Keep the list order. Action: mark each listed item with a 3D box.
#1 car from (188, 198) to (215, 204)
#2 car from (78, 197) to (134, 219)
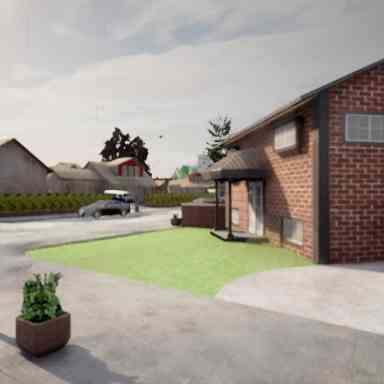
[{"bbox_3d":[1.245,1.437,40.587,1.882,1.535,5.008,0,0,36],"label":"car"},{"bbox_3d":[-7.441,1.451,28.529,2.128,1.511,4.902,0,0,36],"label":"car"}]
